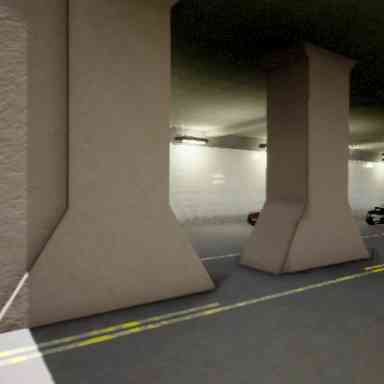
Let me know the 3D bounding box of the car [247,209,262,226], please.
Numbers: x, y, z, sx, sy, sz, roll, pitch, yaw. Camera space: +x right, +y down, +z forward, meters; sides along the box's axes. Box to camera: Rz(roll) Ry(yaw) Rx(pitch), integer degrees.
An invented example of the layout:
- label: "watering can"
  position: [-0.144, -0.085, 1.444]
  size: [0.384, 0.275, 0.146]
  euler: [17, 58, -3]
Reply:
- label: "car"
  position: [5.564, 1.301, 20.203]
  size: [5.008, 1.535, 1.882]
  euler: [0, 1, -33]

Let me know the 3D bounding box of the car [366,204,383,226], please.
- label: "car"
  position: [12.846, 1.352, 20.775]
  size: [4.902, 1.511, 2.128]
  euler: [0, 1, -33]
